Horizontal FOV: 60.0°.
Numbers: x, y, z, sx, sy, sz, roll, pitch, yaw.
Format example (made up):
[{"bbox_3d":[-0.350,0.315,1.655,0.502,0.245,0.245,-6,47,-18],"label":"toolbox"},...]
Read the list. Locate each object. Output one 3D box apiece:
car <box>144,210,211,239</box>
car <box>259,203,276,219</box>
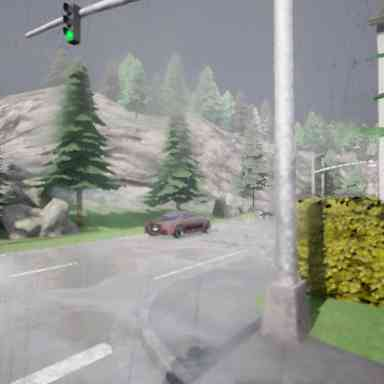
[{"bbox_3d":[-0.706,1.699,18.509,1.994,1.385,4.181,-1,-1,36],"label":"car"},{"bbox_3d":[8.017,1.684,30.514,2.033,1.411,5.357,-1,-1,36],"label":"car"}]
